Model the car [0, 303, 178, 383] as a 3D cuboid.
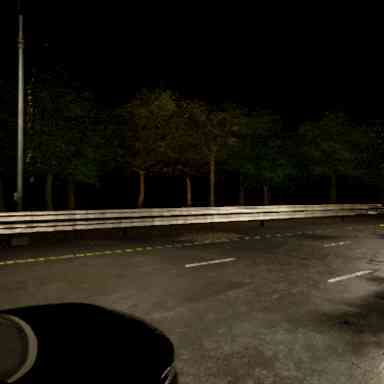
[{"bbox_3d":[-2.402,1.464,2.153,5.008,1.535,1.882,0,0,-36],"label":"car"}]
